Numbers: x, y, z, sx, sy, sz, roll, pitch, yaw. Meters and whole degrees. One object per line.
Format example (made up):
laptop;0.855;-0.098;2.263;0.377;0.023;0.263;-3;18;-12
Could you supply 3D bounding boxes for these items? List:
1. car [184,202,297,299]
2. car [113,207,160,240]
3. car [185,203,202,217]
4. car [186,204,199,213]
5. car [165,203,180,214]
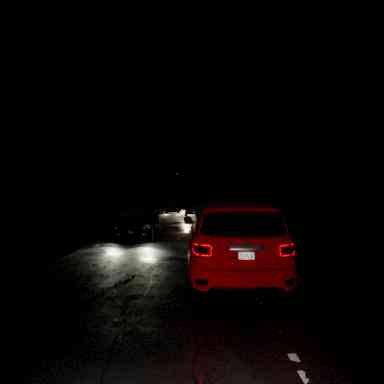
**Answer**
car;0.979;1.251;8.620;2.150;2.045;5.566;0;0;0
car;-2.816;1.589;17.700;1.882;1.535;5.008;0;-1;0
car;0.144;2.048;38.526;1.812;1.442;4.674;0;-2;-1
car;0.095;2.393;48.475;1.895;1.301;4.718;0;-2;0
car;-2.659;2.202;46.081;1.882;1.535;5.008;0;-2;0
